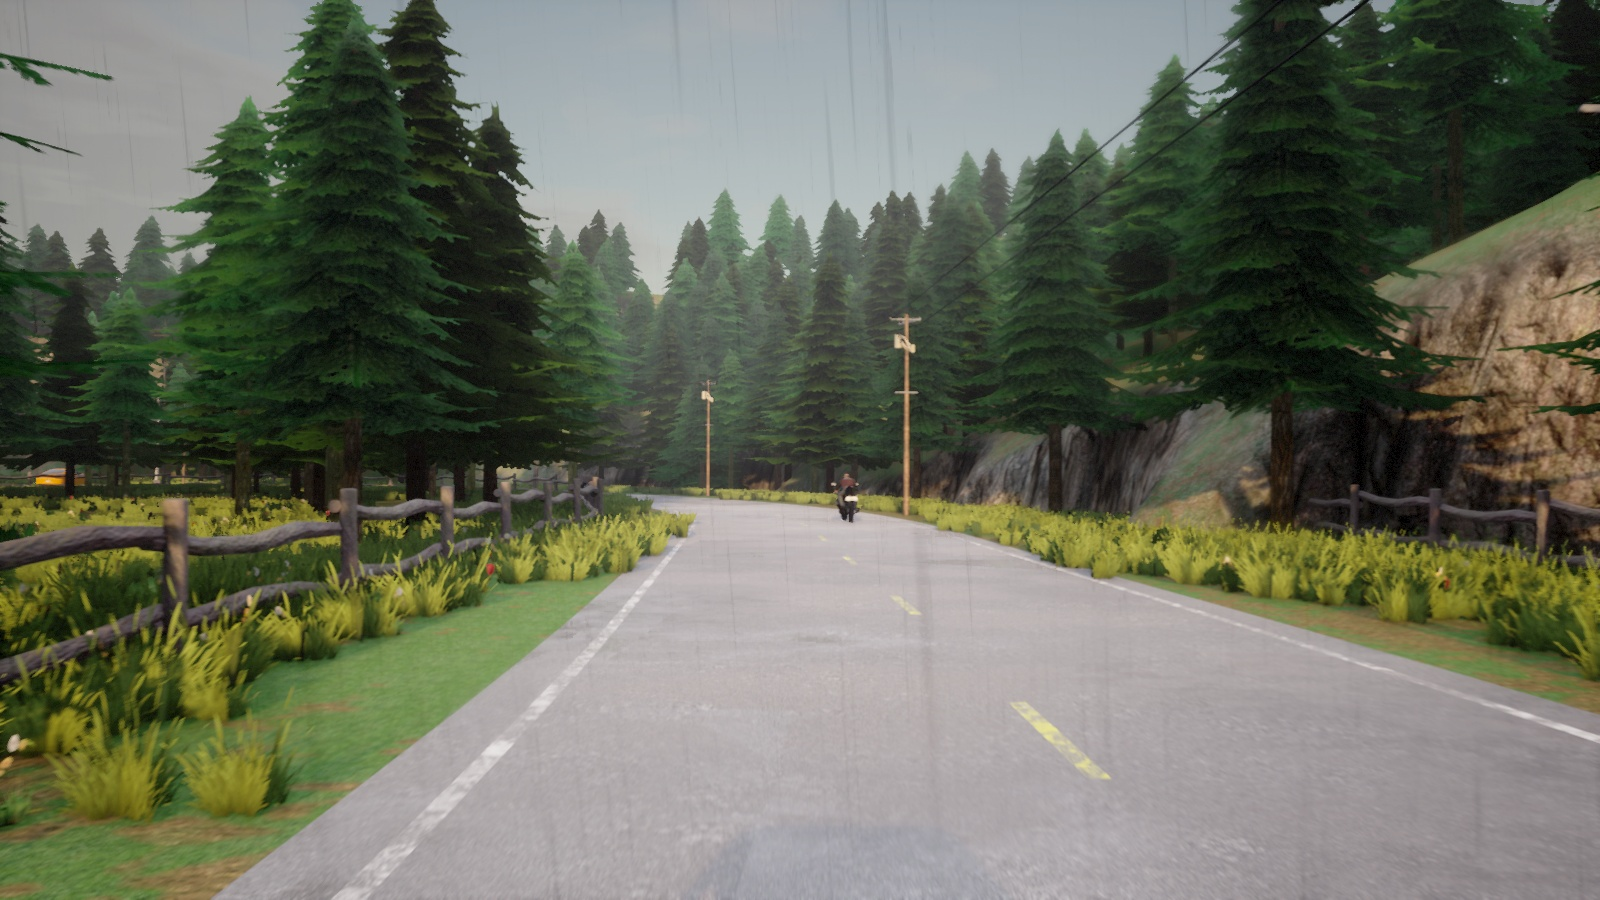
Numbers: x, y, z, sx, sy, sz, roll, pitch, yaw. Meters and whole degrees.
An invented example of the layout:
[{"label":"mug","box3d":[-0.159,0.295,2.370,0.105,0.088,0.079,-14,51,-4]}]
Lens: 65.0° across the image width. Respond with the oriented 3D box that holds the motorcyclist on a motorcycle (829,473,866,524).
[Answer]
[{"label":"motorcyclist on a motorcycle","box3d":[1.470,1.501,39.261,0.866,1.530,2.191,0,-1,-5]}]
